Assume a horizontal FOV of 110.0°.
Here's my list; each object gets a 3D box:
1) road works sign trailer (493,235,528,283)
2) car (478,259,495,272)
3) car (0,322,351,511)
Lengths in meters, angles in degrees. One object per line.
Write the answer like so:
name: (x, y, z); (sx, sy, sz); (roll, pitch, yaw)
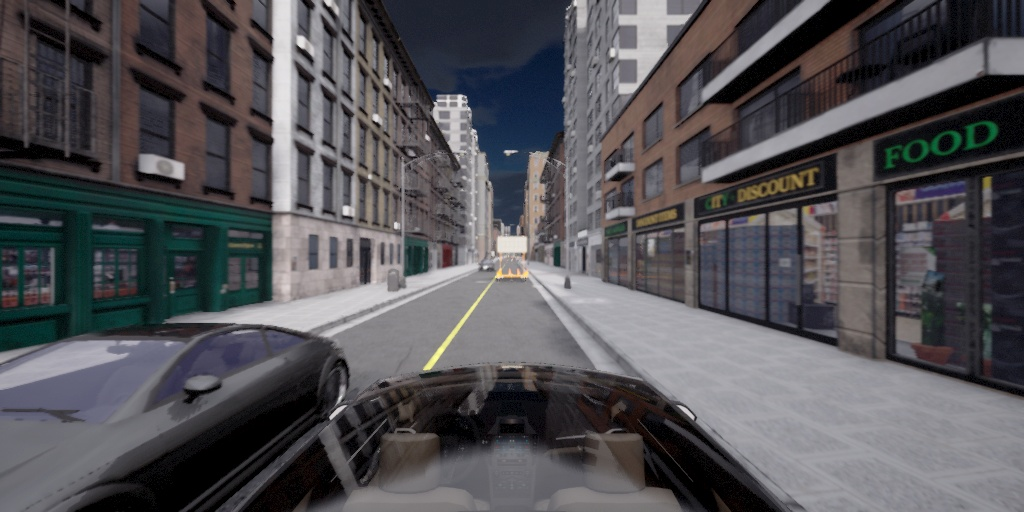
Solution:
road works sign trailer: (0.012, 0.178, 27.575); (2.380, 3.560, 2.880); (0, 0, 0)
car: (-3.075, 1.171, 44.213); (2.128, 1.511, 4.902); (0, 0, 0)
car: (-3.100, 1.313, 2.988); (1.994, 1.385, 4.181); (0, 0, 0)
